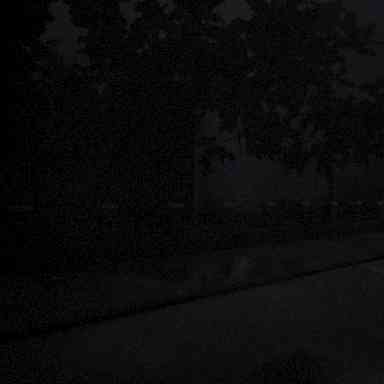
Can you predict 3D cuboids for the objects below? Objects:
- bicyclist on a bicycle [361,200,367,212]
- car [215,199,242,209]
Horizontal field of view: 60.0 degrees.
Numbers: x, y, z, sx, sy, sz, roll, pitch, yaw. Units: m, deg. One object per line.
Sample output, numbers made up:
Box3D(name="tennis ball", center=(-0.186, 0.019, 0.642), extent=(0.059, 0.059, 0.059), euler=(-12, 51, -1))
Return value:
Box3D(name="bicyclist on a bicycle", center=(21.899, 1.807, 42.436), extent=(1.656, 1.620, 0.582), euler=(0, 0, -36))
Box3D(name="car", center=(5.548, 1.845, 51.018), extent=(1.882, 1.535, 5.008), euler=(1, -1, -35))
